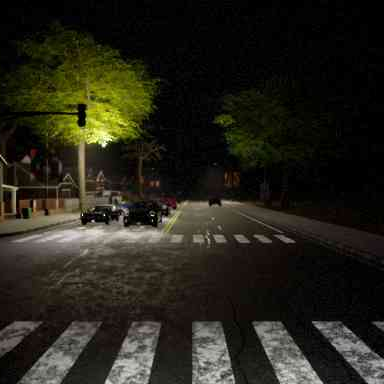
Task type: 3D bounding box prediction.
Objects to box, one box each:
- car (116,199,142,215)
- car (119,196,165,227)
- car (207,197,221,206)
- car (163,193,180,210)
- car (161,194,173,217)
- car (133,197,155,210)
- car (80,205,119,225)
[{"bbox_3d":[-6.415,1.518,34.211,1.812,1.442,4.674,0,0,0],"label":"car"},{"bbox_3d":[-3.235,1.345,22.542,2.097,1.767,4.553,0,0,0],"label":"car"},{"bbox_3d":[3.615,1.500,53.444,1.837,1.490,4.892,0,0,0],"label":"car"},{"bbox_3d":[-3.129,1.212,42.920,2.150,2.045,5.566,0,0,0],"label":"car"},{"bbox_3d":[-3.190,1.344,31.400,2.097,1.767,4.553,0,0,0],"label":"car"},{"bbox_3d":[-6.364,1.485,44.652,2.128,1.511,4.902,0,0,1],"label":"car"},{"bbox_3d":[-6.476,1.594,24.040,1.895,1.301,4.718,0,0,0],"label":"car"}]
